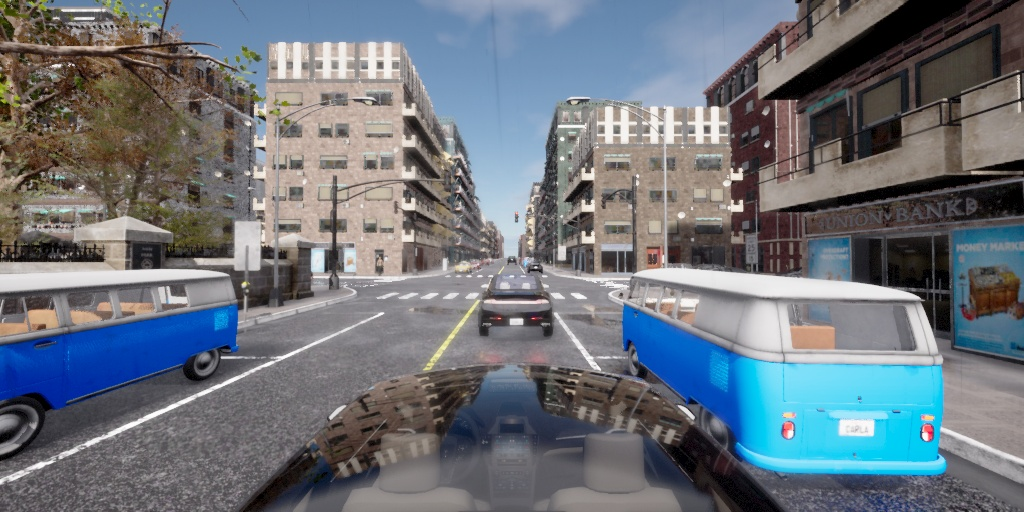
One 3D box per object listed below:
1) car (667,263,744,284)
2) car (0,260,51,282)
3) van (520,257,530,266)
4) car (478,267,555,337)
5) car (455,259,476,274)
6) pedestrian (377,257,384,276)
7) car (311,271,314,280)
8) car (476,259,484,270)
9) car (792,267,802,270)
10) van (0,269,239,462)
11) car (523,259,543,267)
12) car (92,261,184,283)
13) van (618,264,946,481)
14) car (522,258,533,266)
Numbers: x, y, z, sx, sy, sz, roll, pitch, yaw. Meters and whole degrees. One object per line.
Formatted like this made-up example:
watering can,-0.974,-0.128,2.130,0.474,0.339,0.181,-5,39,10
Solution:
car,15.093,1.358,28.145,5.008,1.535,1.882,0,-1,1
car,-36.511,1.045,25.566,4.892,1.490,1.837,0,-1,1
van,2.694,1.114,59.498,1.690,1.789,3.998,0,0,0
car,0.100,1.244,10.354,2.128,1.511,4.902,0,0,0
car,-5.687,1.291,42.401,1.751,1.417,4.829,0,0,0
pedestrian,-12.537,0.969,34.014,0.375,1.860,0.375,0,-1,1
car,-16.586,1.000,25.322,4.553,1.767,2.097,0,-1,1
car,-5.687,1.211,53.857,1.967,1.591,4.097,0,0,0
car,24.994,1.462,28.025,4.674,1.442,1.812,0,-1,1
van,-5.656,1.092,4.627,1.690,1.789,3.998,0,0,0
car,2.694,1.331,42.571,1.948,1.339,4.313,0,0,0
car,-26.412,1.120,25.438,4.674,1.442,1.812,0,-1,1
van,2.659,1.092,4.625,1.690,1.789,3.998,0,0,0
car,2.694,1.319,48.214,2.007,1.370,4.403,0,0,0
